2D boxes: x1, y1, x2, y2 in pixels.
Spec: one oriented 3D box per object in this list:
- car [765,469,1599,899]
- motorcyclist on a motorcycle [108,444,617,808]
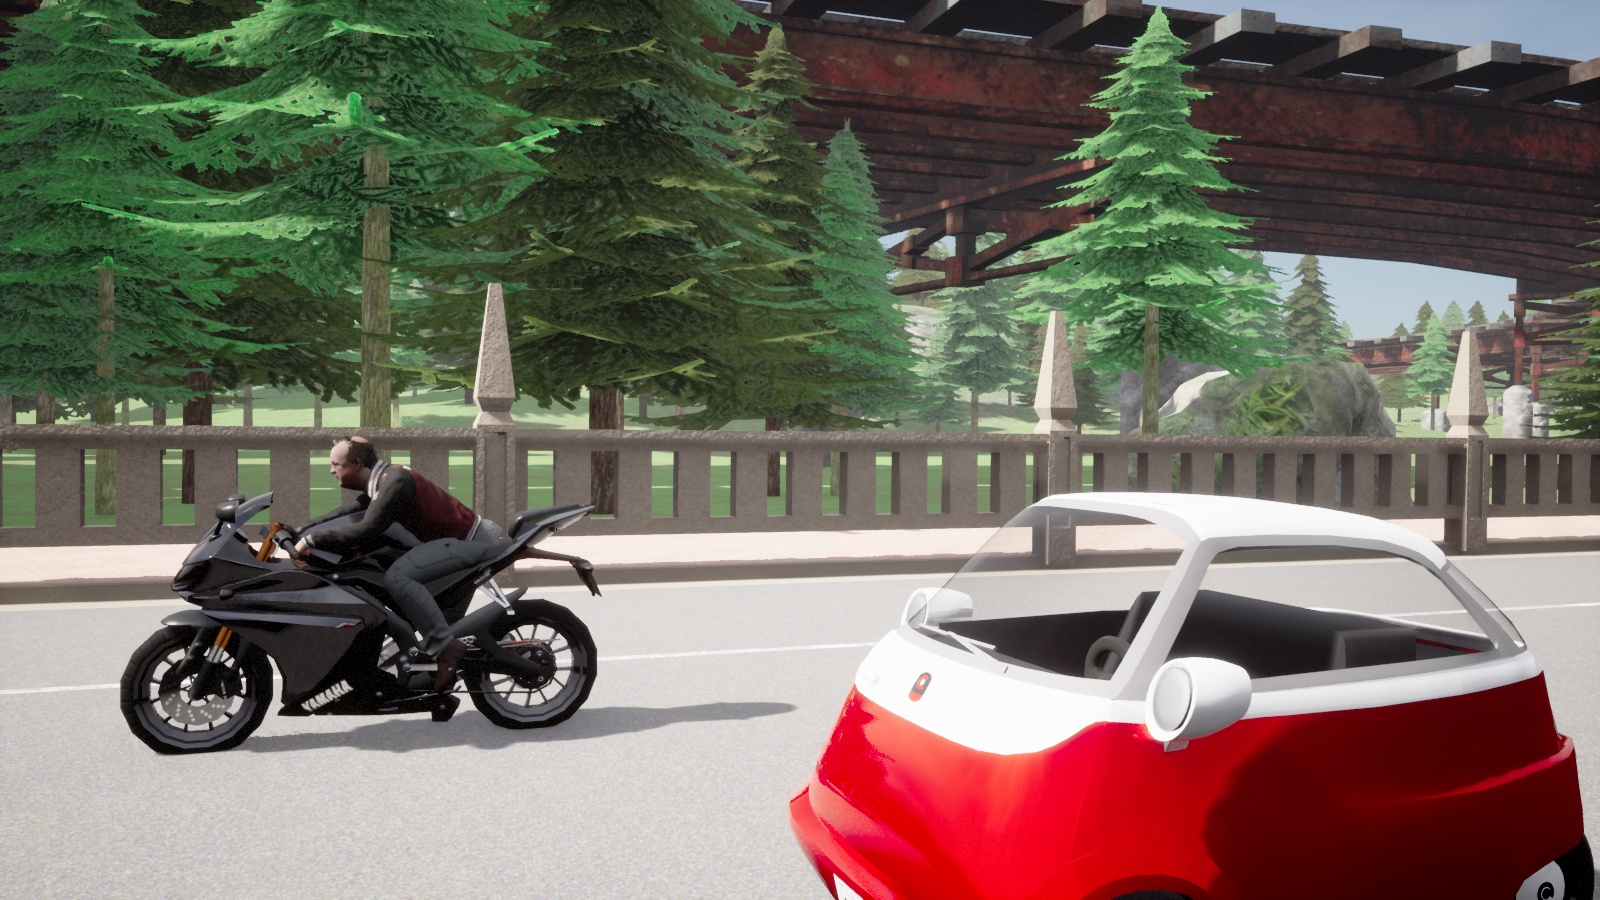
[{"bbox_3d":[1.187,0.780,3.690,2.207,1.376,1.481,-1,1,-21],"label":"car"},{"bbox_3d":[-2.089,0.755,6.190,2.191,1.530,0.866,-1,1,-21],"label":"motorcyclist on a motorcycle"}]
